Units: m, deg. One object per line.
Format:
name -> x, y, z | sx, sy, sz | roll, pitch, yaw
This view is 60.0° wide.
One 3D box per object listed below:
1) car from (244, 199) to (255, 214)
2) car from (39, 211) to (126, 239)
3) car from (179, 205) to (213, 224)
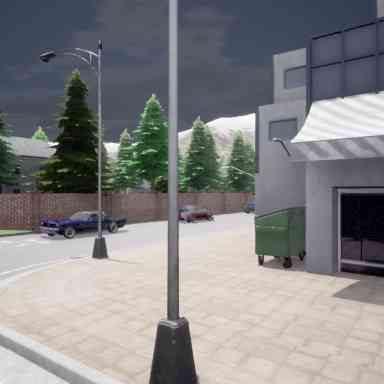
car -> 7.649, 1.528, 37.484 | 2.097, 1.767, 4.553 | 0, 0, 37
car -> -6.100, 1.777, 18.949 | 1.895, 1.301, 4.718 | 0, 0, 37
car -> -0.071, 1.740, 27.079 | 1.994, 1.385, 4.181 | 0, 0, 37
